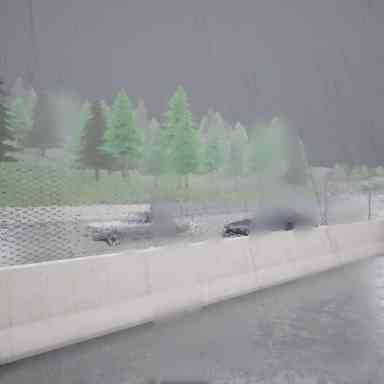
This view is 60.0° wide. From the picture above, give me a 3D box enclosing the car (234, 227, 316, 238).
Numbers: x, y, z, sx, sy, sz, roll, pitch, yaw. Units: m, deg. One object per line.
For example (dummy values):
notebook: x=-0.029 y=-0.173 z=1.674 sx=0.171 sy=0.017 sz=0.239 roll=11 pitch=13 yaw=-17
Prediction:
car: x=3.823 y=1.547 z=15.779 sx=5.357 sy=1.411 sz=2.033 roll=0 pitch=0 yaw=-39
